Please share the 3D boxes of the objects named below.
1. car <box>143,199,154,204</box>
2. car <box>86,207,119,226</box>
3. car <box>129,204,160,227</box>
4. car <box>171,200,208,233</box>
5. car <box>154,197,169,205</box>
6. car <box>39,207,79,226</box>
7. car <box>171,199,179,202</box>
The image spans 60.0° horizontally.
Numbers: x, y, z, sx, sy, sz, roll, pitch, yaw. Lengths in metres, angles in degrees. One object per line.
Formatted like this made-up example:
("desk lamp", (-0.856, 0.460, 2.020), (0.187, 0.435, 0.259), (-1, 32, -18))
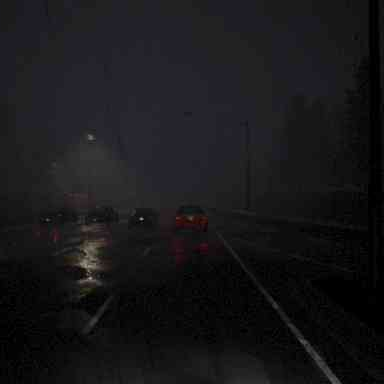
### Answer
("car", (-11.348, 2.758, 86.015), (1.895, 1.301, 4.718), (0, -1, -1))
("car", (-7.140, 1.891, 26.771), (1.812, 1.442, 4.674), (0, -1, -1))
("car", (-3.631, 1.914, 25.766), (1.994, 1.385, 4.181), (0, -1, -1))
("car", (-0.093, 1.650, 22.157), (2.097, 1.767, 4.553), (0, -1, -1))
("car", (-7.848, 2.515, 85.994), (2.097, 1.767, 4.553), (0, -1, -1))
("car", (-10.640, 1.893, 26.746), (1.812, 1.442, 4.674), (0, -1, -1))
("car", (-4.344, 2.652, 85.641), (1.837, 1.490, 4.892), (0, -1, -1))
